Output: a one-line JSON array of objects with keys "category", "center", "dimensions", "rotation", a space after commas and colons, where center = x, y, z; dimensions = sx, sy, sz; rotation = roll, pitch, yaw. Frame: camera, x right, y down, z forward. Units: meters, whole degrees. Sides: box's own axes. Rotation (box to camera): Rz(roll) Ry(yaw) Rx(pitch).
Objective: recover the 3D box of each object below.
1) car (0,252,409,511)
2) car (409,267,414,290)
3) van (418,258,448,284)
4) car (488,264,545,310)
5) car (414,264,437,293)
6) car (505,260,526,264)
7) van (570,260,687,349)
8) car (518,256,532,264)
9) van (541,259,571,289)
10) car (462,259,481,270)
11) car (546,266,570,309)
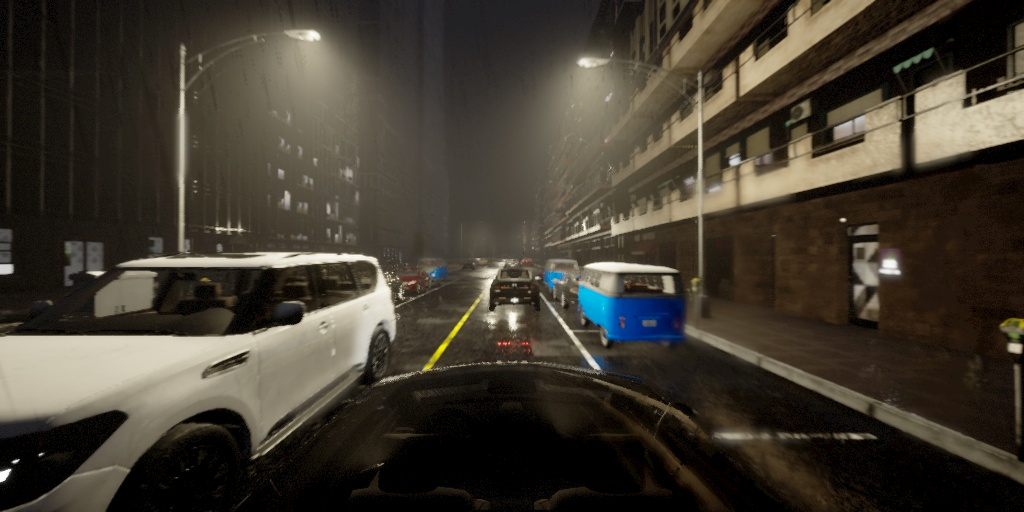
[{"category": "car", "center": [-3.079, 0.967, 4.006], "dimensions": [2.150, 2.045, 5.566], "rotation": [0, 0, 0]}, {"category": "car", "center": [-5.693, 1.276, 14.493], "dimensions": [2.007, 1.370, 4.403], "rotation": [0, 0, 0]}, {"category": "van", "center": [-5.697, 1.043, 25.786], "dimensions": [1.690, 1.789, 3.998], "rotation": [0, 0, 0]}, {"category": "car", "center": [0.097, 1.231, 14.475], "dimensions": [1.837, 1.490, 4.892], "rotation": [0, 0, 0]}, {"category": "car", "center": [-5.695, 1.297, 20.140], "dimensions": [1.802, 1.307, 4.207], "rotation": [0, 0, 0]}, {"category": "car", "center": [0.090, 1.284, 33.935], "dimensions": [1.895, 1.301, 4.718], "rotation": [0, 0, 0]}, {"category": "van", "center": [2.689, 1.078, 8.873], "dimensions": [1.690, 1.789, 3.998], "rotation": [0, 0, 0]}, {"category": "car", "center": [2.672, 1.029, 65.341], "dimensions": [1.967, 1.591, 4.097], "rotation": [0, 0, 0]}, {"category": "van", "center": [2.686, 1.056, 20.167], "dimensions": [1.690, 1.789, 3.998], "rotation": [0, 0, 0]}, {"category": "car", "center": [-5.704, 1.192, 48.371], "dimensions": [2.007, 1.370, 4.403], "rotation": [0, 0, 0]}, {"category": "car", "center": [2.688, 1.277, 14.521], "dimensions": [2.007, 1.370, 4.403], "rotation": [0, 0, 0]}]
